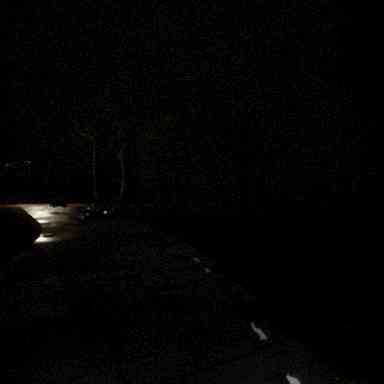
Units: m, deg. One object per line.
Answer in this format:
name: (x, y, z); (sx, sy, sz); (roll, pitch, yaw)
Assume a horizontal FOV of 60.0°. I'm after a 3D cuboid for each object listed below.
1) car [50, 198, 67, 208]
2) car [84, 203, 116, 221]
car: (-19.584, 1.586, 48.859); (2.033, 1.411, 5.357); (0, 0, -29)
car: (-7.769, 1.568, 27.887); (1.994, 1.385, 4.181); (0, 0, -28)
